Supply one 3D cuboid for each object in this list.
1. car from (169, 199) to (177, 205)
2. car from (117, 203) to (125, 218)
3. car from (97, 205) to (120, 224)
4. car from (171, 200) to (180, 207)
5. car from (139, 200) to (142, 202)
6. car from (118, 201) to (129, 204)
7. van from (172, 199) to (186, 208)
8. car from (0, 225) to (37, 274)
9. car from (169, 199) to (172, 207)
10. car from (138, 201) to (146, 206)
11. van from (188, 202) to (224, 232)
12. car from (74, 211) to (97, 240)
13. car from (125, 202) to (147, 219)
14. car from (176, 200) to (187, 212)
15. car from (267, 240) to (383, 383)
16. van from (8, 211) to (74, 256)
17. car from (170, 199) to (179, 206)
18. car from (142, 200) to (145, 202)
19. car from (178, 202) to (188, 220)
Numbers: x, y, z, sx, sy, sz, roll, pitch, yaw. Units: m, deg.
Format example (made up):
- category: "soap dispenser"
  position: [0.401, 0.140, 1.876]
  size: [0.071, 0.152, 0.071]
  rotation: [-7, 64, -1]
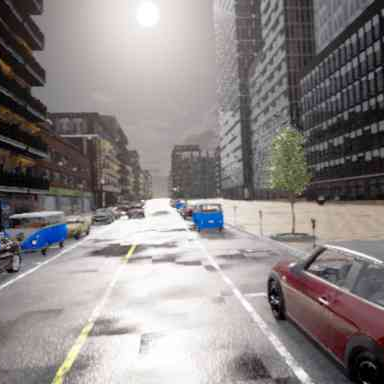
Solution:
- category: "car"
  position: [-5.075, 2.711, 87.852]
  size: [1.887, 1.381, 4.507]
  rotation: [-2, -1, -5]
- category: "car"
  position: [-8.878, 2.311, 37.007]
  size: [1.752, 1.417, 4.829]
  rotation: [-2, -1, -5]
- category: "car"
  position: [-8.390, 2.258, 31.628]
  size: [2.008, 1.369, 4.403]
  rotation: [-2, -1, -5]
- category: "car"
  position: [-3.569, 2.464, 71.213]
  size: [1.887, 1.381, 4.507]
  rotation: [-2, -1, -5]
- category: "car"
  position: [-11.405, 2.743, 64.907]
  size: [1.887, 1.381, 4.507]
  rotation: [-2, -1, -5]
- category: "car"
  position: [-9.904, 2.267, 48.271]
  size: [2.192, 1.841, 5.009]
  rotation: [-2, -1, -5]
- category: "van"
  position: [-1.566, 1.931, 49.031]
  size: [1.690, 1.788, 3.998]
  rotation: [-2, -1, -5]
- category: "car"
  position: [-6.381, 1.934, 9.443]
  size: [2.008, 1.369, 4.403]
  rotation: [-2, -1, -5]
- category: "car"
  position: [-3.083, 2.364, 65.836]
  size: [1.752, 1.417, 4.829]
  rotation: [-2, -1, -5]
- category: "car"
  position: [-13.914, 3.177, 92.640]
  size: [1.947, 1.339, 4.313]
  rotation: [-2, -1, -5]
- category: "van"
  position: [0.946, 1.525, 21.299]
  size: [1.690, 1.788, 3.998]
  rotation: [-2, -1, -5]
- category: "car"
  position: [-7.371, 2.068, 20.368]
  size: [1.752, 1.417, 4.829]
  rotation: [-2, -1, -5]
- category: "car"
  position: [-6.252, 2.202, 37.679]
  size: [1.812, 1.442, 4.674]
  rotation: [-2, -1, -5]
- category: "car"
  position: [-0.571, 1.955, 38.103]
  size: [1.752, 1.417, 4.829]
  rotation: [-2, -1, -5]
- category: "car"
  position: [2.456, 1.381, 4.658]
  size: [1.967, 1.590, 4.097]
  rotation: [-2, -1, -5]
- category: "van"
  position: [-6.890, 1.806, 14.993]
  size: [1.690, 1.788, 3.998]
  rotation: [-2, -1, -5]
- category: "car"
  position: [-4.074, 2.442, 76.761]
  size: [1.967, 1.590, 4.097]
  rotation: [-2, -1, -5]
- category: "car"
  position: [-12.408, 2.945, 76.000]
  size: [1.802, 1.307, 4.206]
  rotation: [-2, -1, -5]
- category: "car"
  position: [-0.051, 1.928, 32.387]
  size: [1.802, 1.307, 4.206]
  rotation: [-2, -1, -5]
